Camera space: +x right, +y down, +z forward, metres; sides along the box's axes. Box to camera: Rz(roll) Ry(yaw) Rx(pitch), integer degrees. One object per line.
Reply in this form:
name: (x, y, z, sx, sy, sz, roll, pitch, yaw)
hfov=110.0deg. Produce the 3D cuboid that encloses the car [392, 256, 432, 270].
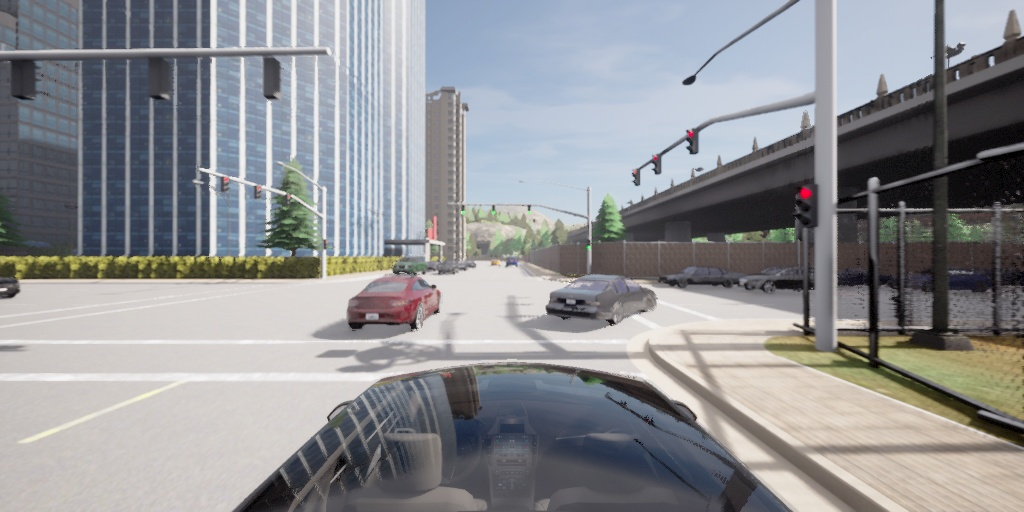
car: (-10.587, 1.040, 37.706, 2.150, 2.045, 5.566, 0, 0, 4)

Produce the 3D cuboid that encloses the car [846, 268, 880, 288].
car: (22.353, 1.452, 24.219, 4.718, 1.301, 1.895, 0, 0, 0)

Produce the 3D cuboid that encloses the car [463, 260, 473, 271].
car: (-7.126, 1.334, 49.804, 2.128, 1.511, 4.902, 0, 0, 0)

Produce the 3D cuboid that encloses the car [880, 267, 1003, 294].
car: (24.658, 1.370, 20.716, 4.674, 1.442, 1.812, 0, 0, 0)

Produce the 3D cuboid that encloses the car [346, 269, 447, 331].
car: (-3.414, 1.313, 11.059, 1.812, 1.442, 4.674, 0, 0, 0)

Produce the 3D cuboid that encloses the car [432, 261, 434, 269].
car: (-10.631, 1.386, 47.892, 2.033, 1.411, 5.357, 0, 0, 0)

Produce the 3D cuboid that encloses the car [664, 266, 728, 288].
car: (12.763, 1.398, 24.190, 5.357, 1.411, 2.033, 0, 0, 0)

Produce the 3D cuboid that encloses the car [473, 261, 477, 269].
car: (-7.066, 1.426, 59.786, 1.994, 1.385, 4.181, 0, 0, 2)

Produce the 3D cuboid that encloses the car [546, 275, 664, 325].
car: (3.215, 1.340, 12.087, 2.033, 1.411, 5.357, 0, 0, 38)

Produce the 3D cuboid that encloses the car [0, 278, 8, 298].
car: (-22.554, 1.352, 13.402, 4.674, 1.442, 1.812, 0, 0, 0)

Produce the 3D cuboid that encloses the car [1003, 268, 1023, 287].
car: (32.280, 1.453, 24.241, 4.718, 1.301, 1.895, 0, 0, 0)

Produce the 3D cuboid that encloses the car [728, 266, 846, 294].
car: (15.702, 1.335, 20.699, 4.902, 1.511, 2.128, 0, 0, 0)

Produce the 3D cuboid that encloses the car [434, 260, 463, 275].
car: (-7.132, 1.330, 40.593, 1.837, 1.490, 4.892, 0, 0, 0)

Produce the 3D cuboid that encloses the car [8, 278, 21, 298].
car: (-26.427, 1.310, 16.873, 5.008, 1.535, 1.882, 0, 0, 0)
